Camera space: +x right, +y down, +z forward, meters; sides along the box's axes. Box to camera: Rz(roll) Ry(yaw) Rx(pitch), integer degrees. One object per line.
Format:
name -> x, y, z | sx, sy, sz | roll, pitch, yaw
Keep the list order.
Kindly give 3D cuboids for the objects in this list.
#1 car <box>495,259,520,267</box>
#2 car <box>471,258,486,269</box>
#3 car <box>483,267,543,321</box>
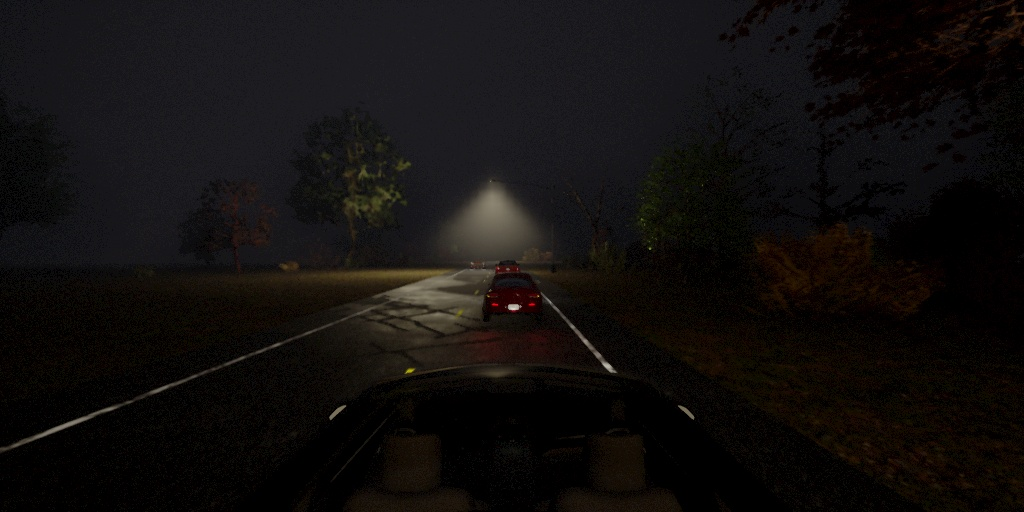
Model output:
car -> -0.381, 1.079, 31.000 | 2.097, 1.767, 4.553 | 0, 0, -2
car -> -4.965, 1.045, 53.074 | 2.097, 1.767, 4.553 | 0, 0, -3
car -> 0.018, 1.271, 12.354 | 1.812, 1.442, 4.674 | 0, 0, -1
